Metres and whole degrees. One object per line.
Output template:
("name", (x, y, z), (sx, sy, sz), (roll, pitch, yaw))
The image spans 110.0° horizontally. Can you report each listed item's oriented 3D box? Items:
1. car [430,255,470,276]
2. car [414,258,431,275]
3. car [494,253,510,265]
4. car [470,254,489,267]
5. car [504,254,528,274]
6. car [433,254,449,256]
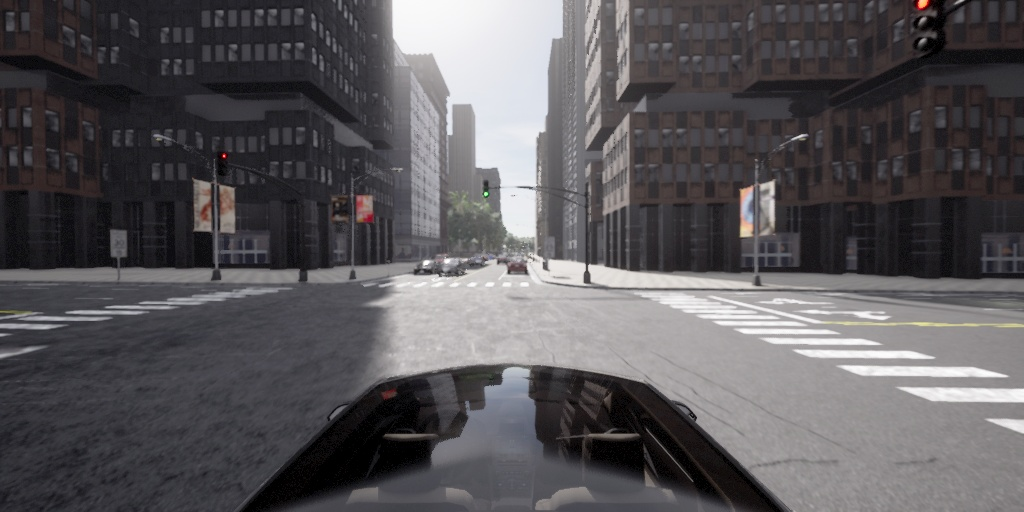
("car", (-5.391, 0.948, 32.021), (2.128, 1.511, 4.902), (0, 0, 2))
("car", (-8.004, 1.019, 34.278), (1.948, 1.339, 4.313), (0, 0, 1))
("car", (-1.572, 0.698, 60.289), (1.837, 1.490, 4.892), (0, 0, 1))
("car", (-4.868, 0.840, 50.755), (2.033, 1.411, 5.357), (0, 0, 2))
("car", (0.518, 0.845, 34.055), (1.967, 1.591, 4.097), (0, 0, 1))
("car", (-7.864, 0.720, 39.702), (2.192, 1.841, 5.009), (0, 0, 1))
